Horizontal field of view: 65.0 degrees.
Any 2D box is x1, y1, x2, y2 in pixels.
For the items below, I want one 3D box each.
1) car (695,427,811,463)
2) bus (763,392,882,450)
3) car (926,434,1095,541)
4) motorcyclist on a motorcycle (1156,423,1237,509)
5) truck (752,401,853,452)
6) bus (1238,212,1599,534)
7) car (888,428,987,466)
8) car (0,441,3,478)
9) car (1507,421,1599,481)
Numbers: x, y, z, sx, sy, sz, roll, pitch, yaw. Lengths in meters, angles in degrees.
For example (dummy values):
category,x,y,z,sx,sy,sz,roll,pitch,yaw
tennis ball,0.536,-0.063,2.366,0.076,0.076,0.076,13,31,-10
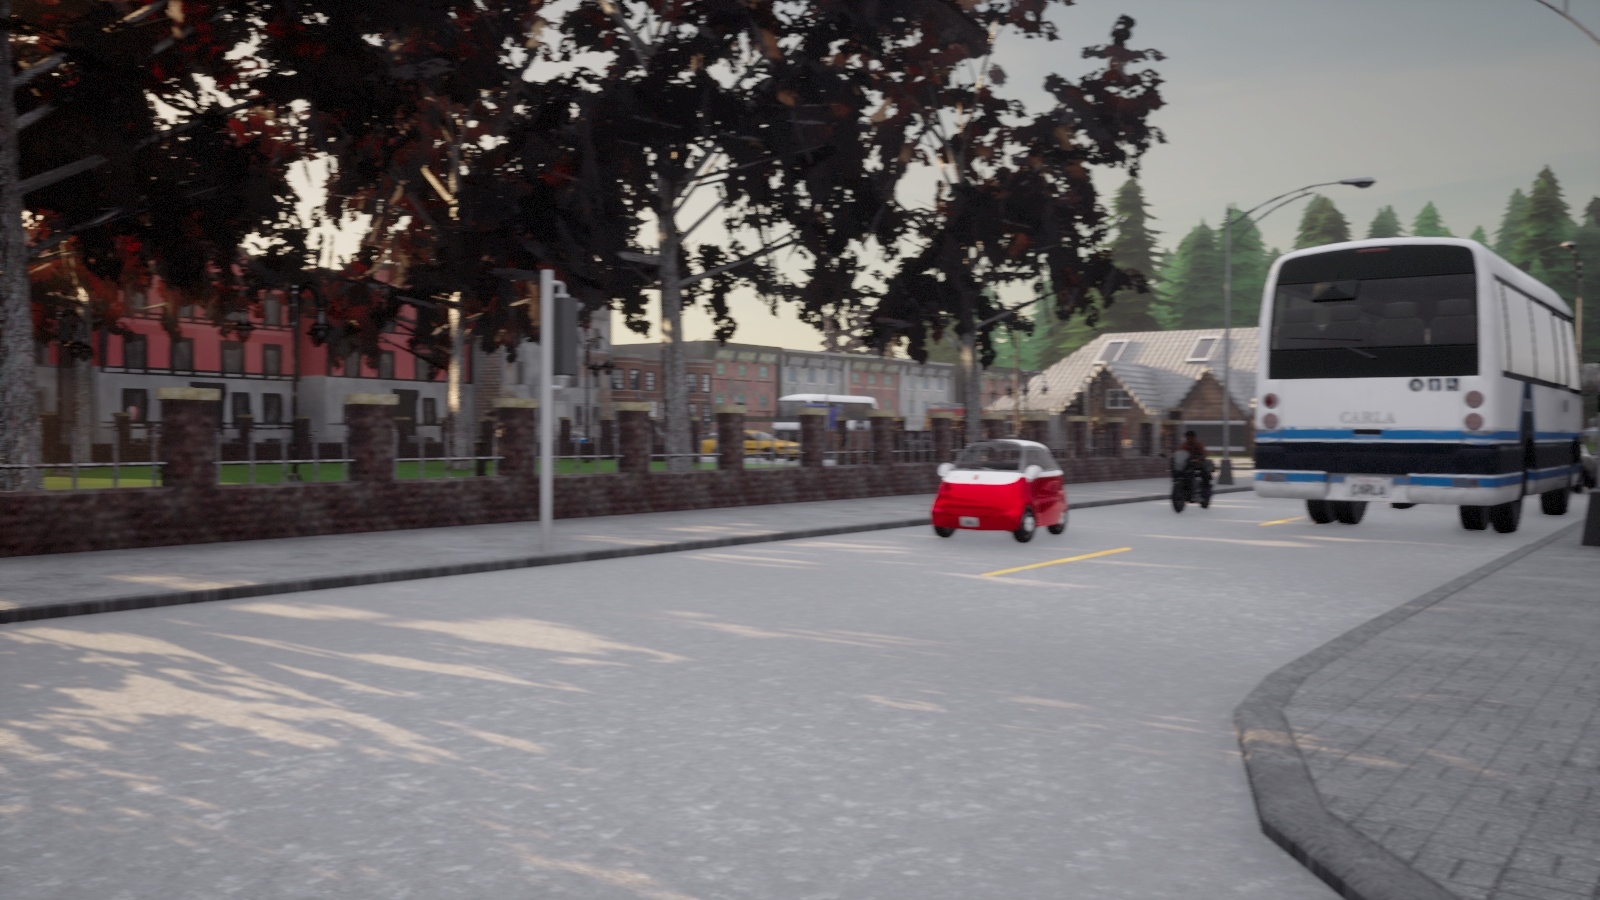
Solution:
category,x,y,z,sx,sy,sz,roll,pitch,yaw
car,-2.221,-0.235,58.067,5.366,1.575,1.801,0,1,35
bus,1.896,-2.225,97.585,3.944,4.253,10.273,0,1,37
car,2.973,0.473,17.550,1.481,1.376,2.207,0,1,36
motorcyclist on a motorcycle,7.359,0.263,23.257,0.797,1.523,2.044,0,1,37
truck,0.270,-1.674,88.851,2.891,3.462,7.936,0,1,37
bus,11.345,-1.115,21.868,3.944,4.253,10.273,0,1,38
car,5.683,-0.148,52.093,3.633,1.501,1.845,0,1,36
car,-32.089,0.394,46.227,1.994,1.385,4.181,0,1,38
car,20.365,-0.007,33.631,1.845,1.501,3.633,0,1,40
